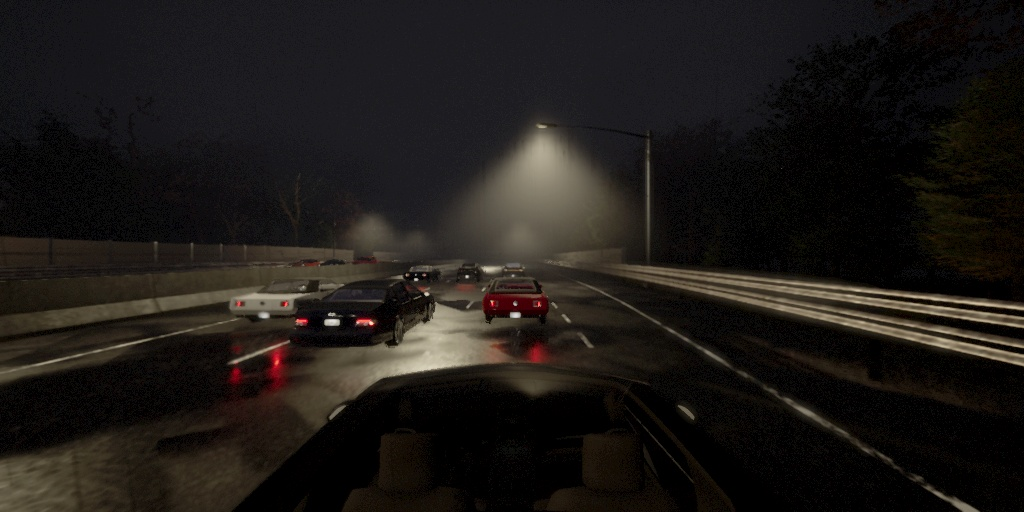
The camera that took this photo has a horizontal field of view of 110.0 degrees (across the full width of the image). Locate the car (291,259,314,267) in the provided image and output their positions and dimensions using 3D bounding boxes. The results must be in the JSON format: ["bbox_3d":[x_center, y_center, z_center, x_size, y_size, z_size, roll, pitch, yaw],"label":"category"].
[{"bbox_3d":[-28.047,1.235,49.009,2.097,1.767,4.553,0,0,0],"label":"car"}]

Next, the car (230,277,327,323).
[{"bbox_3d":[-6.896,1.374,12.211,1.895,1.301,4.718,0,0,0],"label":"car"}]

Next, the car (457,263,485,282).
[{"bbox_3d":[-3.390,1.324,29.544,1.837,1.490,4.892,0,0,0],"label":"car"}]

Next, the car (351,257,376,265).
[{"bbox_3d":[-21.041,1.111,51.351,2.150,2.045,5.566,0,0,0],"label":"car"}]

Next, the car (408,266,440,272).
[{"bbox_3d":[-6.891,1.416,28.007,1.895,1.301,4.718,0,0,0],"label":"car"}]

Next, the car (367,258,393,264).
[{"bbox_3d":[-17.560,1.360,49.130,1.882,1.535,5.008,0,0,0],"label":"car"}]

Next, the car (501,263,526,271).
[{"bbox_3d":[0.111,1.310,29.496,2.128,1.511,4.902,0,0,0],"label":"car"}]

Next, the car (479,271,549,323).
[{"bbox_3d":[0.103,1.374,12.257,1.895,1.301,4.718,0,0,0],"label":"car"}]

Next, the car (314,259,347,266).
[{"bbox_3d":[-24.550,1.235,49.183,2.097,1.767,4.553,0,0,0],"label":"car"}]

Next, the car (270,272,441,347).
[{"bbox_3d":[-3.399,1.314,9.308,2.033,1.411,5.357,0,0,0],"label":"car"}]
